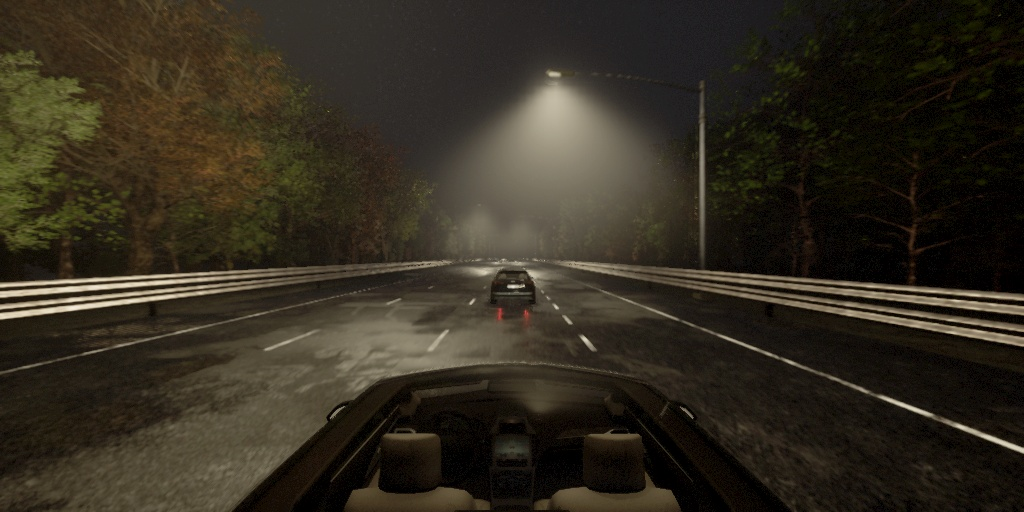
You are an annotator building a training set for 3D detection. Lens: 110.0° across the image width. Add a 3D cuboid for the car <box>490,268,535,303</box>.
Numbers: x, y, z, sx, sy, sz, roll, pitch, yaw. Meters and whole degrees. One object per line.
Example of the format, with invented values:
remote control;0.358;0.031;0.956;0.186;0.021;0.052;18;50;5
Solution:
car;0.033;1.338;16.842;2.033;1.649;4.856;0;-1;0
